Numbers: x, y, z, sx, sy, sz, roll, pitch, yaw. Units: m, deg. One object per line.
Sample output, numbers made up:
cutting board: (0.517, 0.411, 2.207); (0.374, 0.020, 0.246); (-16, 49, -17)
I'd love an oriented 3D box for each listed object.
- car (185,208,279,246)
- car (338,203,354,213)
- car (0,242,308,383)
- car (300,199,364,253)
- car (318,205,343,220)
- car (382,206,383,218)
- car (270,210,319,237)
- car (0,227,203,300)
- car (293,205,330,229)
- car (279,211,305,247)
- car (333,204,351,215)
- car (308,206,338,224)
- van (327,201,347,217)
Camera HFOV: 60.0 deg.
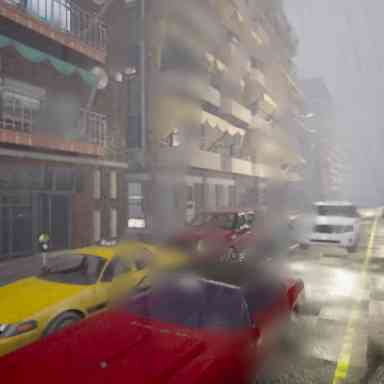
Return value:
car: (1.074, 1.498, 11.277); (2.192, 1.841, 5.009); (-1, -1, 30)
car: (22.981, 2.363, 49.671); (1.802, 1.307, 4.206); (-1, -1, 30)
car: (0.040, 1.672, 4.205); (1.895, 1.301, 4.718); (-1, -1, 30)
car: (6.506, 1.459, 15.355); (2.150, 2.045, 5.566); (-1, -1, 30)
car: (14.767, 2.096, 35.273); (1.887, 1.381, 4.507); (-1, -1, 30)
car: (22.293, 1.915, 36.808); (2.097, 1.767, 4.553); (-1, -1, 30)
car: (6.553, 1.878, 20.873); (2.008, 1.369, 4.403); (-1, -1, 30)
car: (-1.747, 1.635, 6.326); (1.752, 1.417, 4.829); (-1, -1, 30)
car: (9.289, 1.841, 25.674); (1.967, 1.590, 4.097); (-1, -1, 30)
car: (3.815, 1.805, 16.072); (2.008, 1.369, 4.403); (-1, -1, 30)
car: (20.243, 2.286, 44.872); (1.802, 1.307, 4.206); (-1, -1, 30)
car: (12.029, 2.041, 30.472); (1.947, 1.339, 4.313); (-1, -1, 30)
van: (17.504, 1.968, 40.077); (1.690, 1.788, 3.998); (-1, -1, 30)
